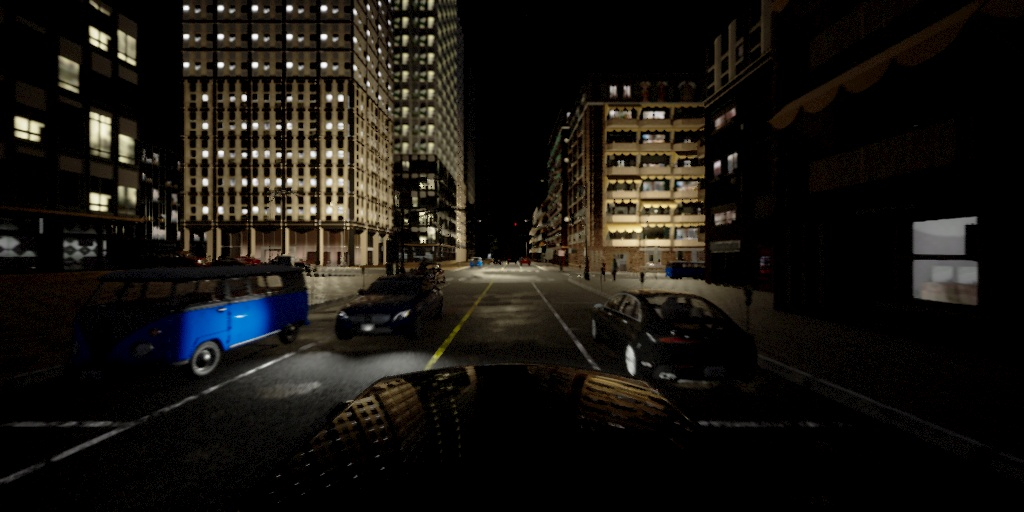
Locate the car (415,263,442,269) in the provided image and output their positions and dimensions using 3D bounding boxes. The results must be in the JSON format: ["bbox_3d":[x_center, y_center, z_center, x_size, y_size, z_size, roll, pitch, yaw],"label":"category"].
[{"bbox_3d":[-5.683,1.183,23.892,1.967,1.591,4.097,0,0,0],"label":"car"}]

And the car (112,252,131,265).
[{"bbox_3d":[-37.788,0.398,37.239,4.553,1.767,2.097,1,0,0],"label":"car"}]

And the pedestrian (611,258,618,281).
[{"bbox_3d":[8.144,1.074,28.622,0.375,1.860,0.375,0,0,0],"label":"pedestrian"}]

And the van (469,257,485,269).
[{"bbox_3d":[-5.671,1.082,56.366,1.690,1.789,3.998,0,0,0],"label":"van"}]

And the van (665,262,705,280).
[{"bbox_3d":[16.924,1.442,34.601,3.998,1.789,1.690,0,0,0],"label":"van"}]

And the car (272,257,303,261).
[{"bbox_3d":[-21.136,0.810,34.665,4.097,1.591,1.967,0,0,0],"label":"car"}]

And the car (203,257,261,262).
[{"bbox_3d":[-26.710,0.845,34.654,4.207,1.307,1.802,0,0,0],"label":"car"}]

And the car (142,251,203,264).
[{"bbox_3d":[-32.284,0.471,34.643,5.009,1.841,2.192,0,0,0],"label":"car"}]

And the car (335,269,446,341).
[{"bbox_3d":[-3.093,1.272,10.017,1.812,1.442,4.674,0,0,0],"label":"car"}]

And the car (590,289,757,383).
[{"bbox_3d":[2.693,1.298,6.943,2.007,1.370,4.403,0,0,0],"label":"car"}]

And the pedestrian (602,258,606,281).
[{"bbox_3d":[7.144,1.048,28.022,0.375,1.860,0.375,0,0,0],"label":"pedestrian"}]

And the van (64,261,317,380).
[{"bbox_3d":[-5.688,1.089,6.947,1.690,1.789,3.998,0,0,0],"label":"van"}]
